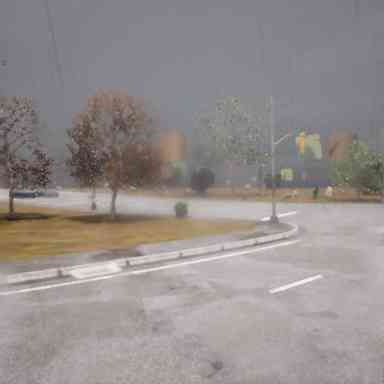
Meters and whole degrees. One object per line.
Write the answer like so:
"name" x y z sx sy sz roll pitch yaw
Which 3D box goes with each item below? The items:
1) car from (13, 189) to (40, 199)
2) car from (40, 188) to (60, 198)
"car" -24.488 0.310 48.224 4.718 1.301 1.895 3 4 39
"car" -22.122 0.114 50.804 4.892 1.490 1.837 2 3 39
